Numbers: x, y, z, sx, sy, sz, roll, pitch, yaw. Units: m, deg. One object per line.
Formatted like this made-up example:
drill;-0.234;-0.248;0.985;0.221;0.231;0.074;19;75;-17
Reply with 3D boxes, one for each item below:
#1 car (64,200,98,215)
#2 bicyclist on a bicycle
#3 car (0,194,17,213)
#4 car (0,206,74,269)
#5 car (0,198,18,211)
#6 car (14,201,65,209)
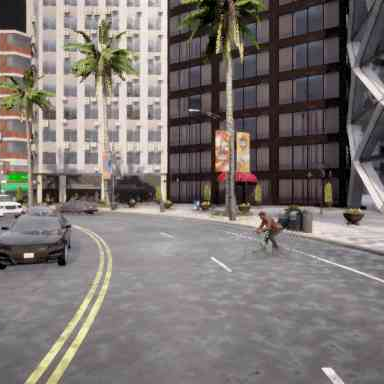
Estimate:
car;-11.764;1.548;33.674;5.357;1.411;2.033;0;0;38
bicyclist on a bicycle;2.479;1.453;10.888;1.656;1.620;0.582;-2;0;-12
car;-16.602;1.221;28.428;5.566;2.045;2.150;0;0;39
car;-5.267;1.478;11.543;1.882;1.535;5.008;0;0;-18
car;-23.673;1.526;40.649;4.674;1.442;1.812;0;0;24
car;-9.575;1.526;20.645;1.812;1.442;4.674;0;0;-35
